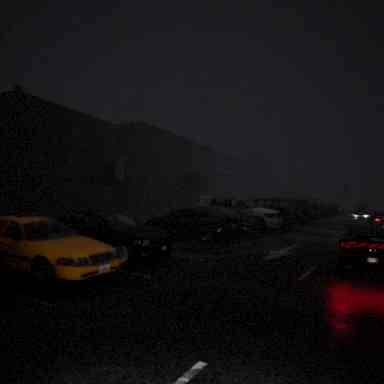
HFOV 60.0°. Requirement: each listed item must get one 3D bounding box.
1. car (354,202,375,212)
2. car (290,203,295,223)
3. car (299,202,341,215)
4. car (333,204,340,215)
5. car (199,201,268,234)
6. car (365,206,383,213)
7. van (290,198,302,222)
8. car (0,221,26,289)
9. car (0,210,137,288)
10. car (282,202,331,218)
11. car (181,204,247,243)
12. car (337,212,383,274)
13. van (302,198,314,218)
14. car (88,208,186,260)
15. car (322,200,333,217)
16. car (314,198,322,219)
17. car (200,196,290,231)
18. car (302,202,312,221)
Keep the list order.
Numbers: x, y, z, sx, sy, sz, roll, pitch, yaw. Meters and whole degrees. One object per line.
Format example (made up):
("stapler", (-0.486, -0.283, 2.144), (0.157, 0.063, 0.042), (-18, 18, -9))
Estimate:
("car", (24.355, 2.512, 47.479), (2.033, 1.411, 5.357), (2, -1, 32))
("car", (4.269, 1.631, 23.462), (5.008, 1.535, 2.097), (2, 0, 31))
("car", (17.341, 2.159, 45.030), (4.892, 1.521, 2.231), (2, 0, 31))
("car", (15.926, 1.839, 42.620), (5.566, 2.045, 2.435), (2, 0, 31))
("car", (1.366, 1.525, 18.662), (4.892, 1.521, 2.231), (2, 0, 31))
("car", (13.237, 1.960, 22.757), (1.837, 1.490, 4.892), (2, 0, 32))
("van", (5.831, 1.462, 25.798), (4.442, 1.987, 1.878), (2, 0, 31))
("car", (-5.855, 1.313, 6.659), (4.792, 1.488, 2.163), (2, 0, 31))
("car", (-4.269, 1.330, 8.976), (5.366, 1.575, 1.946), (2, 0, 31))
("car", (12.991, 1.962, 37.841), (4.892, 1.521, 2.231), (2, 0, 31))
("car", (-0.103, 1.501, 16.281), (4.792, 1.488, 2.163), (2, 0, 31))
("car", (6.048, 1.670, 10.852), (1.882, 1.535, 5.008), (2, 0, 32))
("van", (8.535, 1.563, 30.714), (4.442, 1.987, 1.878), (2, 0, 31))
("car", (-2.984, 1.373, 11.471), (5.008, 1.535, 2.097), (2, 0, 31))
("car", (11.564, 1.653, 35.432), (5.566, 2.045, 2.435), (2, 0, 31))
("car", (10.057, 1.720, 33.068), (4.553, 1.767, 2.185), (2, 0, 31))
("car", (2.855, 1.327, 21.047), (5.566, 2.045, 2.435), (2, 0, 31))
("car", (7.170, 1.739, 28.258), (4.892, 1.521, 2.231), (2, 0, 31))
